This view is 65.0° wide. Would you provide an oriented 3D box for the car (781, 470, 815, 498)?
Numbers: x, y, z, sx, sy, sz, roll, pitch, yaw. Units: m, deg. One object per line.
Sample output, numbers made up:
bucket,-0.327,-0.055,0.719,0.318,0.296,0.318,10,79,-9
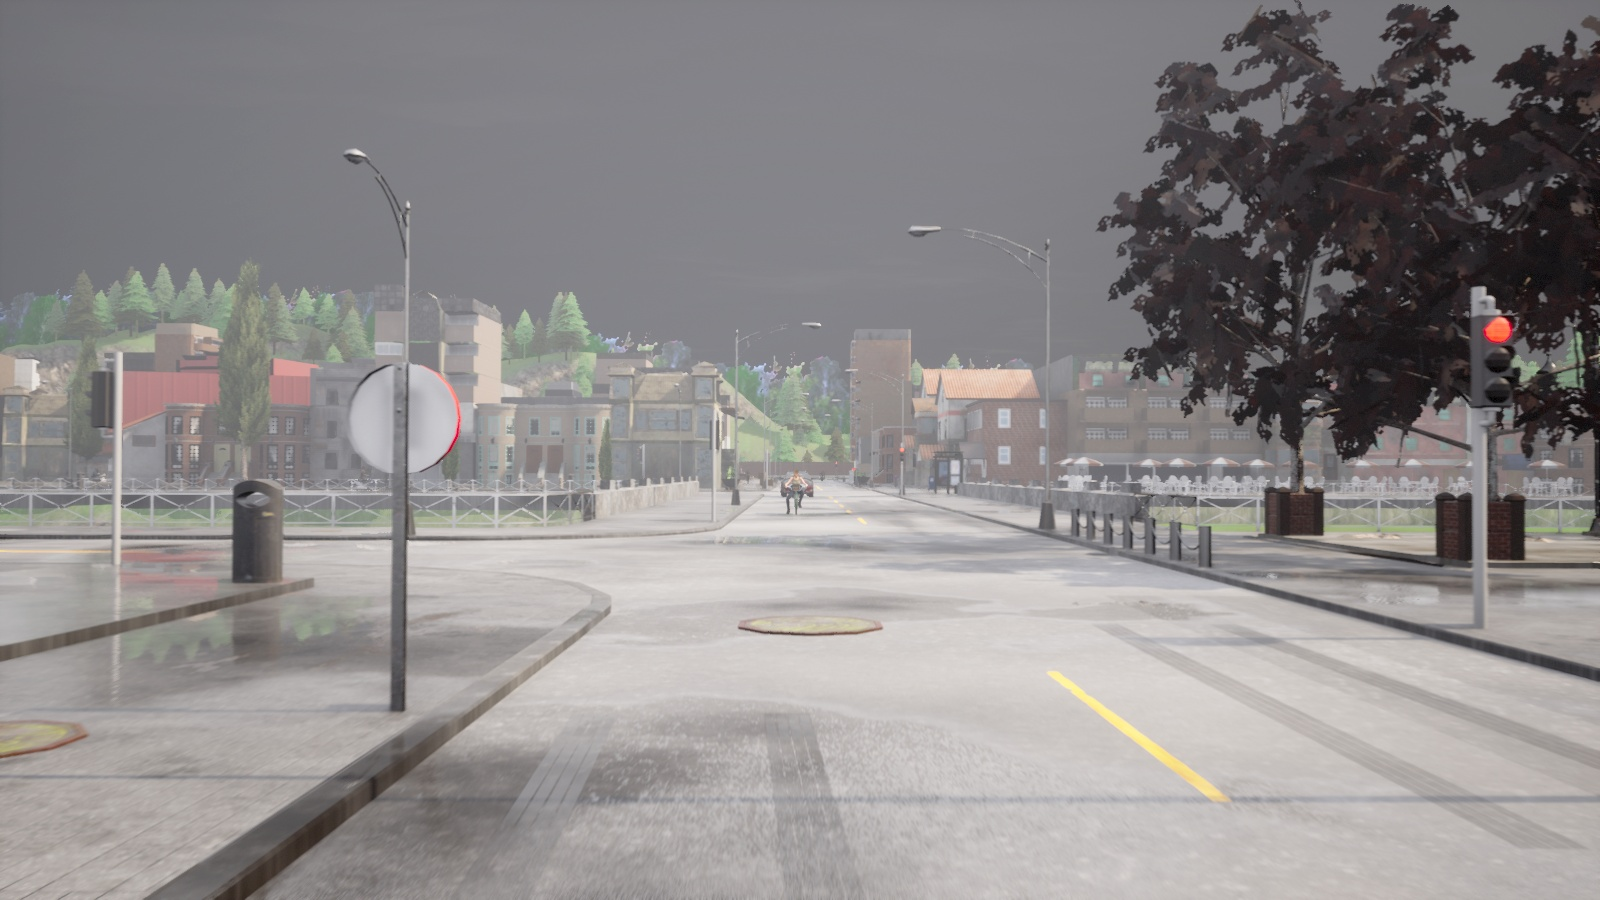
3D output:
car,-0.154,2.020,76.109,2.033,1.649,4.856,0,-1,-1
